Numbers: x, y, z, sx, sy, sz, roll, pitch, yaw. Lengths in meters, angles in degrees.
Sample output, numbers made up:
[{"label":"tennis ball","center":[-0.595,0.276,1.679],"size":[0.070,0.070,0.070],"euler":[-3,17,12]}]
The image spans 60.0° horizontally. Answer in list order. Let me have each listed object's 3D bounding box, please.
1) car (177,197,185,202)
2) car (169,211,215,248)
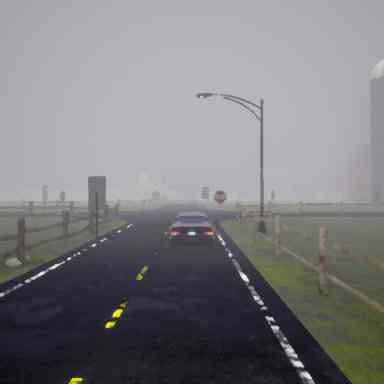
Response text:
[{"label":"car","center":[-2.751,1.769,80.614],"size":[1.895,1.301,4.718],"euler":[0,0,0]},{"label":"car","center":[0.000,1.562,14.651],"size":[2.033,1.411,5.357],"euler":[0,0,0]}]
